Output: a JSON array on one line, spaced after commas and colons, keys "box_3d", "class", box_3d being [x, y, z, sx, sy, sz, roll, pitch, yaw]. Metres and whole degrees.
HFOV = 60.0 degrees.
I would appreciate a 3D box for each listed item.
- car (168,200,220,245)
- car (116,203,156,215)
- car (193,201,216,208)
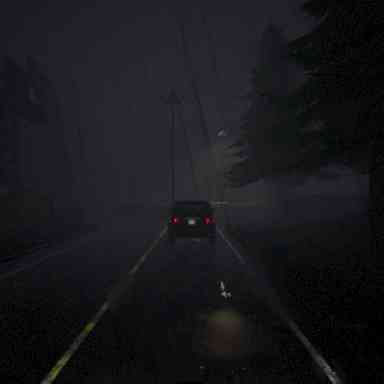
[{"box_3d": [-0.010, 1.414, 16.894, 2.150, 2.045, 5.566, 0, -1, 0], "class": "car"}, {"box_3d": [-6.676, 1.996, 39.629, 4.674, 1.442, 1.812, 0, -1, -1], "class": "car"}, {"box_3d": [2.265, 2.272, 60.929, 4.181, 1.385, 1.994, 0, -1, 0], "class": "car"}]
